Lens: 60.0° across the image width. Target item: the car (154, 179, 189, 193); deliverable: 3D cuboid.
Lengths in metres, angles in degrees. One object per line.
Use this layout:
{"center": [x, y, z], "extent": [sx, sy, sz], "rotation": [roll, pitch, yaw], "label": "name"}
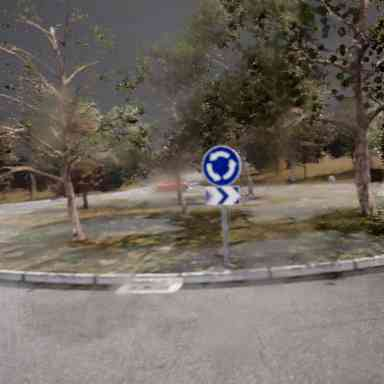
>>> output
{"center": [-2.785, -0.881, 43.481], "extent": [4.553, 1.767, 2.097], "rotation": [-4, 3, -7], "label": "car"}
